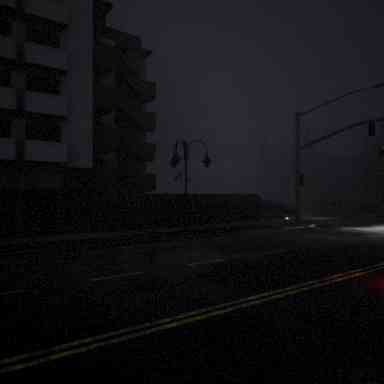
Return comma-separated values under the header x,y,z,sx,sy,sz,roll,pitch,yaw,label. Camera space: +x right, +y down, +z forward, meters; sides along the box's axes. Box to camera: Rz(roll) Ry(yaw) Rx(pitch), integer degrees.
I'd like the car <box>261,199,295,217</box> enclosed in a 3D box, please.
x,y,z,sx,sy,sz,roll,pitch,yaw,label
7.818,1.478,32.198,1.882,1.535,5.008,0,0,-38,car
